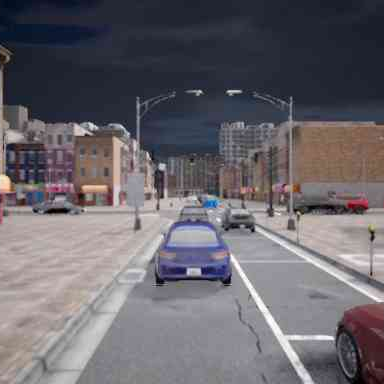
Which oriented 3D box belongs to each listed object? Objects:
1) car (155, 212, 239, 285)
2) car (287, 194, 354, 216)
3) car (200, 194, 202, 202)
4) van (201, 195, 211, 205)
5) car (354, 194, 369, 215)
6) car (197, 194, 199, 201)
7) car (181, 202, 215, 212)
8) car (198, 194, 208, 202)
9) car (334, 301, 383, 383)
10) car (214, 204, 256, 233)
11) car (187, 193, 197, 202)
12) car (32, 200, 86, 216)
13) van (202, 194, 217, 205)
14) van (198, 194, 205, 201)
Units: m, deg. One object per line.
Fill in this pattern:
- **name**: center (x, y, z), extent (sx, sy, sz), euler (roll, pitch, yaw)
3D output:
- **car**: center (0.026, 1.528, 9.353), extent (1.812, 1.442, 4.674), euler (0, 0, 0)
- **car**: center (11.950, 1.266, 31.775), extent (5.566, 2.045, 2.150), euler (0, 0, 1)
- **car**: center (2.630, 1.515, 52.062), extent (1.967, 1.590, 4.097), euler (0, 0, 0)
- **van**: center (2.628, 1.442, 63.013), extent (1.690, 1.788, 3.998), euler (0, 0, 0)
- **car**: center (15.393, 1.265, 34.630), extent (5.566, 2.045, 2.150), euler (0, 0, 0)
- **car**: center (2.626, 1.429, 68.487), extent (2.192, 1.841, 5.009), euler (0, 0, 0)
- **car**: center (0.097, 1.563, 20.395), extent (2.033, 1.411, 5.357), euler (0, 0, 0)
- **car**: center (2.626, 1.458, 79.440), extent (2.192, 1.841, 5.009), euler (0, 0, 0)
- **car**: center (2.637, 1.581, 2.547), extent (1.802, 1.307, 4.206), euler (0, 0, 0)
- **car**: center (2.634, 1.565, 19.584), extent (2.008, 1.369, 4.403), euler (0, 0, 0)
- **car**: center (-0.008, 1.352, 76.655), extent (2.150, 2.045, 5.566), euler (0, 0, 0)
- **car**: center (-12.644, 1.545, 31.815), extent (4.902, 1.511, 2.128), euler (0, 0, 0)
- **van**: center (2.630, 1.404, 46.587), extent (1.690, 1.788, 3.998), euler (0, 0, 0)
- **van**: center (2.625, 1.513, 90.390), extent (1.690, 1.788, 3.998), euler (0, 0, 0)
